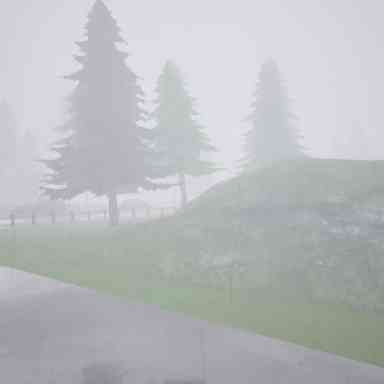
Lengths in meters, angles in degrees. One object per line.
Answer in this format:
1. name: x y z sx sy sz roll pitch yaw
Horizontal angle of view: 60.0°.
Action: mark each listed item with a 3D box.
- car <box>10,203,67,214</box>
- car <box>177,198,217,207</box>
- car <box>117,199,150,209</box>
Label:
1. car: -14.201 1.386 31.023 2.128 1.511 4.902 0 0 44
2. car: 0.763 1.463 43.836 5.357 1.411 2.033 0 0 -34
3. car: -6.938 1.467 37.913 4.181 1.385 1.994 0 0 -39
